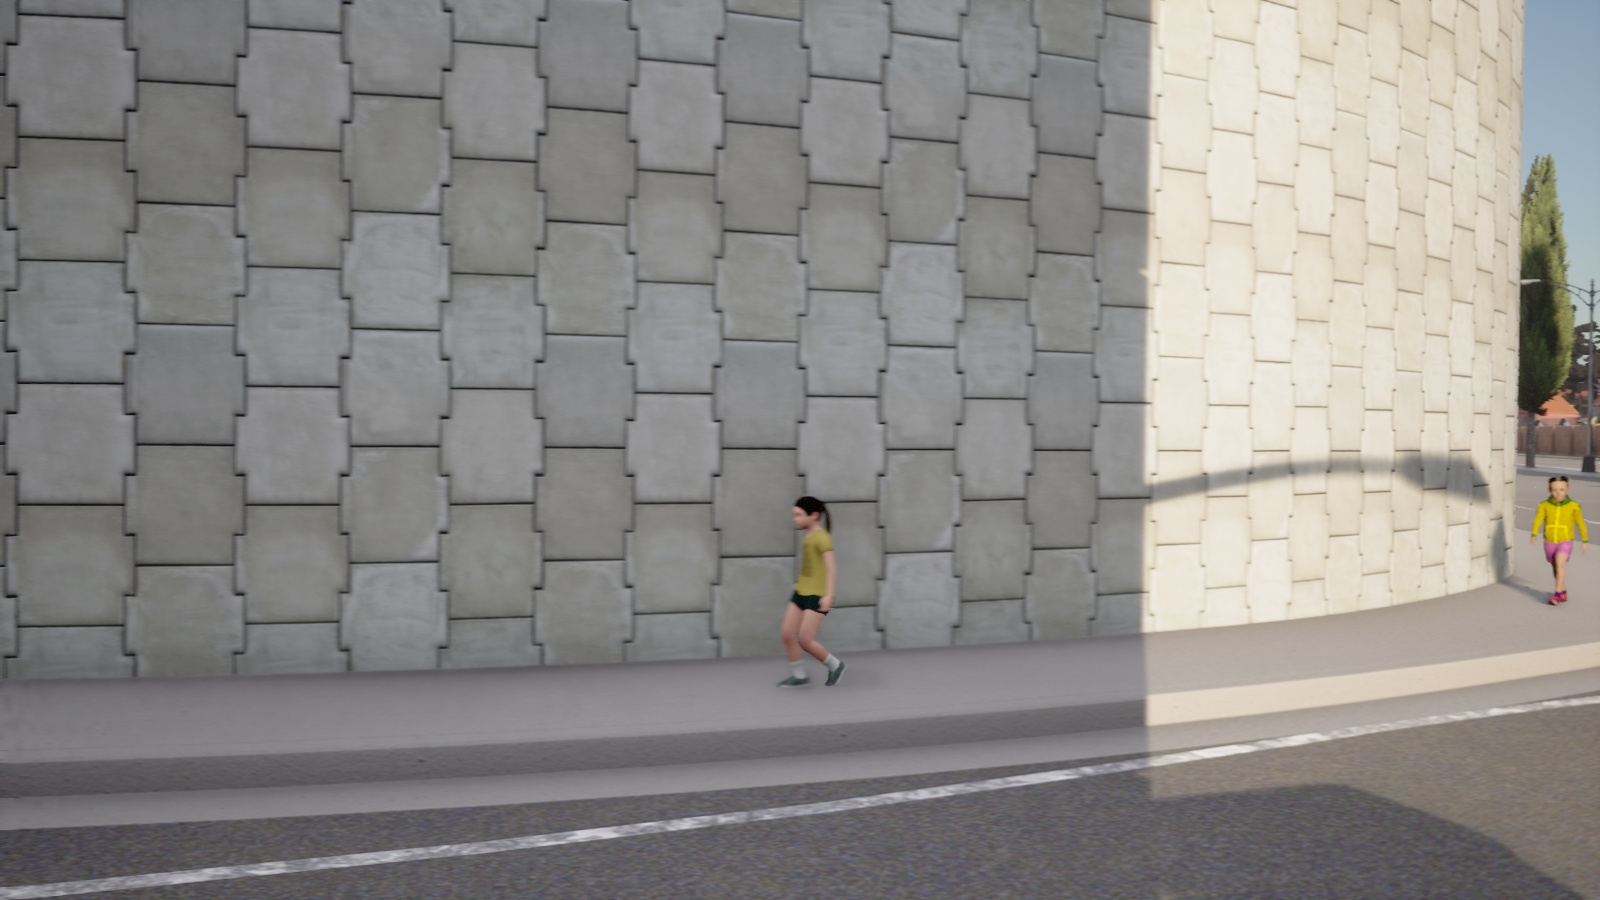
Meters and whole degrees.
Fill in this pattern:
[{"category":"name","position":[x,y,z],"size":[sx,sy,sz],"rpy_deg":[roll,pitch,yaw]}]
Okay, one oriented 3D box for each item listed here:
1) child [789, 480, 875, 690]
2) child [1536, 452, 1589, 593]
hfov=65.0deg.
[{"category":"child","position":[0.175,0.729,6.926],"size":[0.394,1.110,0.255],"rpy_deg":[-1,1,-24]},{"category":"child","position":[6.491,0.601,10.683],"size":[0.299,1.160,0.473],"rpy_deg":[0,1,42]}]
